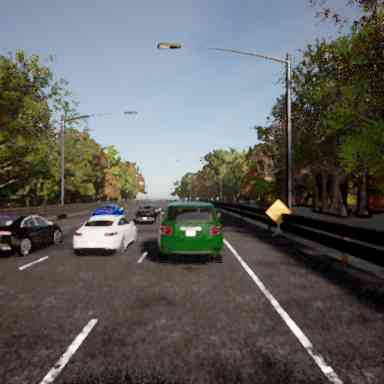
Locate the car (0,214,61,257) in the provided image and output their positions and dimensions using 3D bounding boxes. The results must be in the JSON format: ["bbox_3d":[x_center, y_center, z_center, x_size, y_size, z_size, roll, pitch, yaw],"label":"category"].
[{"bbox_3d":[-7.047,1.649,13.705,2.128,1.511,4.902,0,-1,0],"label":"car"}]

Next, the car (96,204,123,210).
[{"bbox_3d":[-7.273,1.831,29.473,1.882,1.535,5.008,0,0,-1],"label":"car"}]

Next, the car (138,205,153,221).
[{"bbox_3d":[-3.767,1.852,28.779,1.837,1.490,4.892,0,0,-1],"label":"car"}]

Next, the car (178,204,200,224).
[{"bbox_3d":[-0.270,1.878,29.246,1.812,1.442,4.674,0,-1,-1],"label":"car"}]

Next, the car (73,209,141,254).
[{"bbox_3d":[-3.548,1.687,14.127,1.812,1.442,4.674,0,0,0],"label":"car"}]

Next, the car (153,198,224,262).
[{"bbox_3d":[-0.050,1.372,12.852,2.150,2.045,5.566,0,0,0],"label":"car"}]

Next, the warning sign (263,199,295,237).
[{"bbox_3d":[4.439,1.314,17.093,1.300,1.860,1.060,-1,-1,-1],"label":"warning sign"}]
